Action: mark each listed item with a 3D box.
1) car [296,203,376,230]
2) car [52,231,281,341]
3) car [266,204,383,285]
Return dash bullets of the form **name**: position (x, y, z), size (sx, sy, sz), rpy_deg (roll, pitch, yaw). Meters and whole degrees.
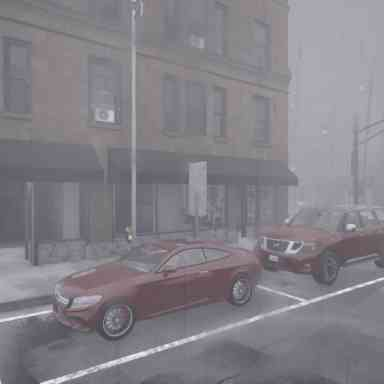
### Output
- **car**: position (9.355, 1.531, 22.011), size (1.812, 1.442, 4.674), rpy_deg (0, 0, -32)
- **car**: position (-0.441, 1.582, 6.447), size (4.206, 1.307, 1.802), rpy_deg (0, 0, -35)
- **car**: position (4.061, 1.314, 9.648), size (5.009, 1.841, 2.192), rpy_deg (0, 0, -35)
